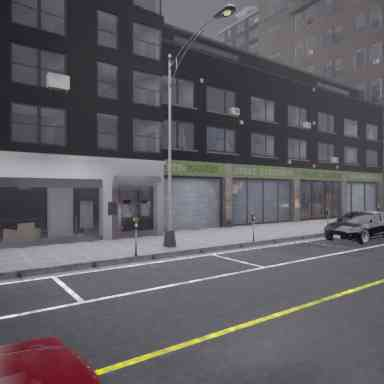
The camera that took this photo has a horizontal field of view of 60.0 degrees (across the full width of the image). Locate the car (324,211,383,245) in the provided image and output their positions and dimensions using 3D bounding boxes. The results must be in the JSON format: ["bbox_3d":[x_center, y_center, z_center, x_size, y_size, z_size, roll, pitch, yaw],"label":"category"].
[{"bbox_3d":[8.036,1.566,15.630,4.313,1.339,1.947,0,0,-36],"label":"car"}]

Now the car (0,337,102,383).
[{"bbox_3d":[-2.580,1.601,1.328,4.718,1.301,1.895,0,0,-35],"label":"car"}]
